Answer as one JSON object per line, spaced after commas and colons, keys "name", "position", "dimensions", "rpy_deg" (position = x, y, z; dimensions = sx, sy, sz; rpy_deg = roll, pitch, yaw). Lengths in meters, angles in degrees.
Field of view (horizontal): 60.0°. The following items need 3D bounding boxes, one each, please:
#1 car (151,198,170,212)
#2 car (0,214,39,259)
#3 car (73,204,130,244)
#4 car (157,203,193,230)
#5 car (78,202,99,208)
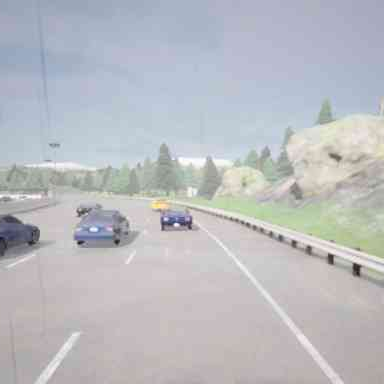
{"name": "car", "position": [-3.681, 1.440, 38.806], "dimensions": [1.882, 1.535, 5.008], "rpy_deg": [0, 0, -10]}
{"name": "car", "position": [-7.396, 1.530, 12.425], "dimensions": [1.812, 1.442, 4.674], "rpy_deg": [0, 0, -3]}
{"name": "car", "position": [-4.100, 1.539, 15.721], "dimensions": [2.033, 1.411, 5.357], "rpy_deg": [0, 0, -5]}
{"name": "car", "position": [-1.086, 1.578, 21.057], "dimensions": [1.895, 1.301, 4.718], "rpy_deg": [0, 0, -6]}
{"name": "car", "position": [-9.454, 1.588, 31.194], "dimensions": [1.895, 1.301, 4.718], "rpy_deg": [0, 0, -9]}
